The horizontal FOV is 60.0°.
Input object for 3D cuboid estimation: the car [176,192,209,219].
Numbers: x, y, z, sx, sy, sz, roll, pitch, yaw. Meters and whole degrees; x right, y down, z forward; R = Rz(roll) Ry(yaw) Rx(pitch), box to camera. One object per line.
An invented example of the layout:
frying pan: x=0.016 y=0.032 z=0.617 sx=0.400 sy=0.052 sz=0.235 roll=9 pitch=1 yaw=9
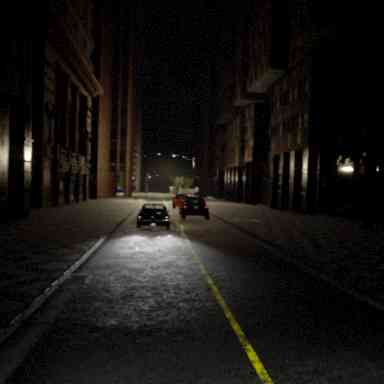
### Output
car: x=0.092 y=1.139 z=26.646 sx=2.097 sy=1.767 sz=4.553 roll=2 pitch=1 yaw=-6

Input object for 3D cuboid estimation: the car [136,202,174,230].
car: x=-2.258 y=1.376 z=19.712 sx=1.895 sy=1.301 sz=4.718 roll=2 pitch=0 yaw=-6

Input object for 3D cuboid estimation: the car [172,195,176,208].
car: x=-1.295 y=0.984 z=39.740 sx=2.097 sy=1.767 sz=4.553 roll=2 pitch=0 yaw=-5
